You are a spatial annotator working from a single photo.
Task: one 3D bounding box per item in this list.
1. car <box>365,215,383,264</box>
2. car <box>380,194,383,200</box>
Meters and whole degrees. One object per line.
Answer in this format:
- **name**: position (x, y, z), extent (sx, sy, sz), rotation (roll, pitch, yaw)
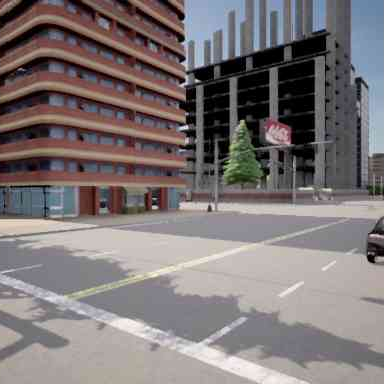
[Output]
- **car**: position (7.107, 1.466, 11.009), extent (2.128, 1.511, 4.902), rotation (0, 0, 38)
- **car**: position (46.798, 1.272, 79.444), extent (1.812, 1.442, 4.674), rotation (0, 0, 38)
